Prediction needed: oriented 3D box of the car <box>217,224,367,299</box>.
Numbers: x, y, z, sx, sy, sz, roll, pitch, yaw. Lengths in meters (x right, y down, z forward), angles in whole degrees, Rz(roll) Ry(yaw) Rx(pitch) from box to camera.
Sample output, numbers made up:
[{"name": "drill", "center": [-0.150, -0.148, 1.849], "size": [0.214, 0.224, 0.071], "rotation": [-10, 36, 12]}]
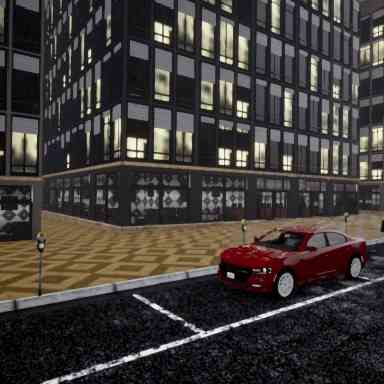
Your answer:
[{"name": "car", "center": [2.665, 1.547, 8.454], "size": [4.507, 1.381, 1.887], "rotation": [0, 1, -36]}]
